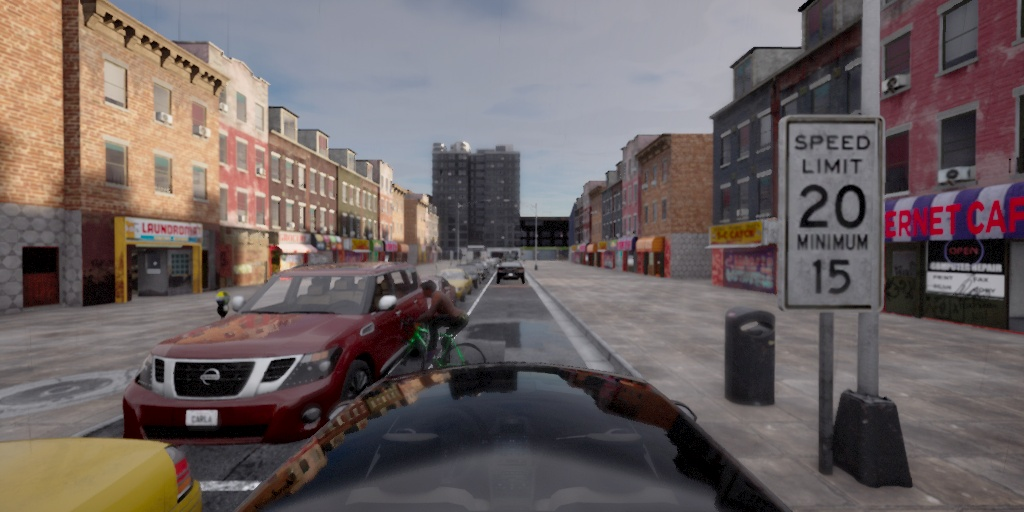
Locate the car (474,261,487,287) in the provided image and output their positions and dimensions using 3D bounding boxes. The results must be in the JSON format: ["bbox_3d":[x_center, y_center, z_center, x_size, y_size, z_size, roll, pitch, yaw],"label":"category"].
[{"bbox_3d":[-2.798,1.175,21.921,1.948,1.339,4.313,0,0,0],"label":"car"}]

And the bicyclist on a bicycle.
[{"bbox_3d":[-1.197,1.218,5.645,1.656,1.620,0.582,3,0,-1],"label":"bicyclist on a bicycle"}]

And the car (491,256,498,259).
[{"bbox_3d":[-3.032,0.973,49.181,2.007,1.370,4.403,0,0,0],"label":"car"}]

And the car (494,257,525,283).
[{"bbox_3d":[-0.096,1.058,26.083,1.882,1.535,5.008,0,0,0],"label":"car"}]

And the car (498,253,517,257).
[{"bbox_3d":[-0.251,0.680,44.046,2.150,2.045,5.566,0,1,0],"label":"car"}]

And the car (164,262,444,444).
[{"bbox_3d":[-2.657,1.037,5.566,2.192,1.841,5.009,0,0,0],"label":"car"}]

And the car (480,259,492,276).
[{"bbox_3d":[-2.844,1.137,27.373,1.948,1.339,4.313,0,0,0],"label":"car"}]

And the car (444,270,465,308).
[{"bbox_3d":[-2.704,1.267,11.018,1.802,1.307,4.207,0,0,0],"label":"car"}]

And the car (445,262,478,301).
[{"bbox_3d":[-2.749,1.172,16.300,1.751,1.417,4.829,0,0,0],"label":"car"}]

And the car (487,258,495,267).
[{"bbox_3d":[-2.891,1.085,32.825,2.007,1.370,4.403,0,0,0],"label":"car"}]
